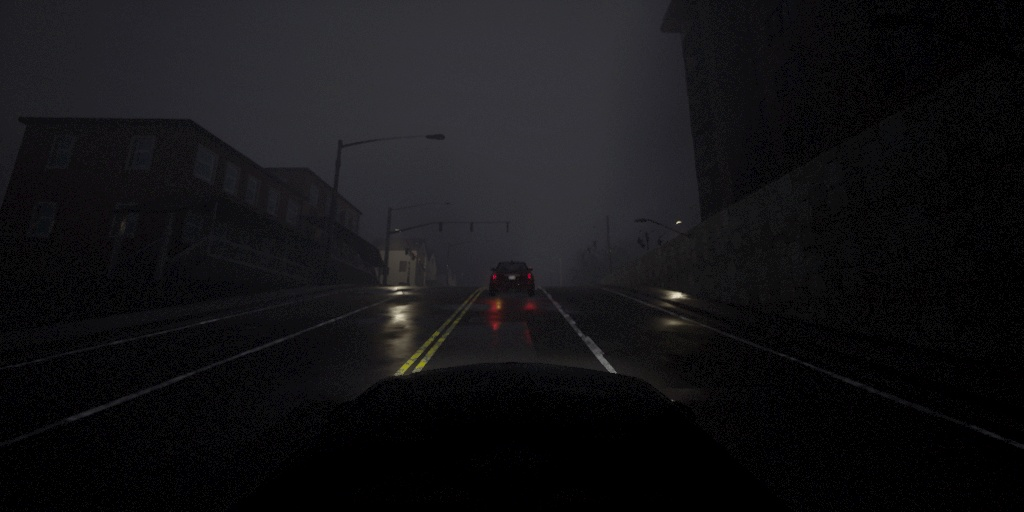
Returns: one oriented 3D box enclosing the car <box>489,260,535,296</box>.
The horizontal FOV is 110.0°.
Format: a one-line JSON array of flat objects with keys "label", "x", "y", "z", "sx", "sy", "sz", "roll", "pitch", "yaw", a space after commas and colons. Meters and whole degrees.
[{"label": "car", "x": -0.001, "y": 0.997, "z": 18.182, "sx": 2.097, "sy": 1.767, "sz": 4.553, "roll": 0, "pitch": 0, "yaw": 0}]
